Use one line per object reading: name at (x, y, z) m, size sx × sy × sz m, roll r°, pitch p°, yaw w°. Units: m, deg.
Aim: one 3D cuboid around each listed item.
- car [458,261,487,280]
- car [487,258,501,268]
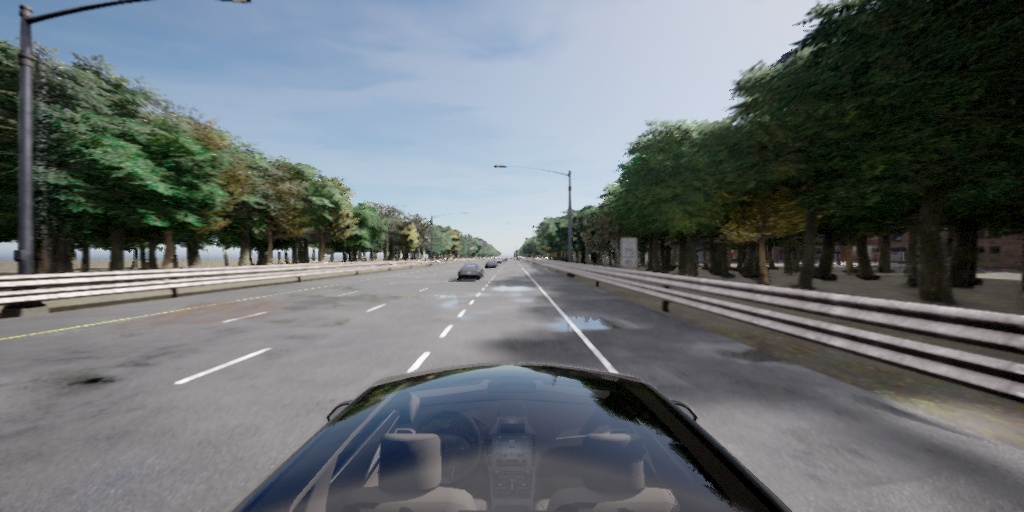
car at (-3.492, 1.323, 31.016) m, size 1.994 × 1.385 × 4.181 m, roll 0°, pitch 0°, yaw 0°
car at (-3.466, 1.352, 61.177) m, size 1.994 × 1.385 × 4.181 m, roll 0°, pitch 0°, yaw 0°
